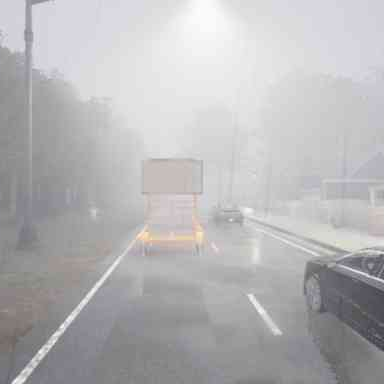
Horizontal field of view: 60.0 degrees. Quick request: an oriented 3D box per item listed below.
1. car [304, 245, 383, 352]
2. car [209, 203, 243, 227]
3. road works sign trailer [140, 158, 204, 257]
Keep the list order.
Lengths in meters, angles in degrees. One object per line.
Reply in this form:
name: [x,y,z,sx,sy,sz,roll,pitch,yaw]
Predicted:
car: [3.254,1.506,4.811,2.128,1.511,4.902,0,0,-3]
car: [2.294,1.540,23.155,2.128,1.511,4.902,0,0,-3]
road works sign trailer: [-0.777,0.490,13.101,2.380,3.560,2.880,0,0,-3]
